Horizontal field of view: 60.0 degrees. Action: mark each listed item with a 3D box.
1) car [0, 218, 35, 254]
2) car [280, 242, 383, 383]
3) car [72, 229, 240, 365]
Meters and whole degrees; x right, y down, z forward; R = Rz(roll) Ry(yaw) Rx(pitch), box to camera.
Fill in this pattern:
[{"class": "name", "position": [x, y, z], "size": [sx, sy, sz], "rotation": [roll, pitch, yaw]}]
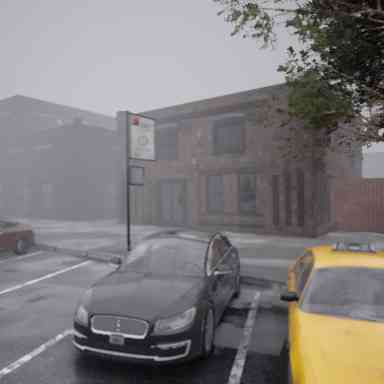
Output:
[{"class": "car", "position": [-7.551, 1.608, 11.498], "size": [2.002, 1.452, 4.674], "rotation": [0, -1, 16]}, {"class": "car", "position": [2.157, 1.485, 4.332], "size": [1.946, 1.575, 5.366], "rotation": [0, -1, 16]}, {"class": "car", "position": [-0.231, 1.511, 6.261], "size": [2.231, 1.521, 4.892], "rotation": [0, -1, 16]}]
